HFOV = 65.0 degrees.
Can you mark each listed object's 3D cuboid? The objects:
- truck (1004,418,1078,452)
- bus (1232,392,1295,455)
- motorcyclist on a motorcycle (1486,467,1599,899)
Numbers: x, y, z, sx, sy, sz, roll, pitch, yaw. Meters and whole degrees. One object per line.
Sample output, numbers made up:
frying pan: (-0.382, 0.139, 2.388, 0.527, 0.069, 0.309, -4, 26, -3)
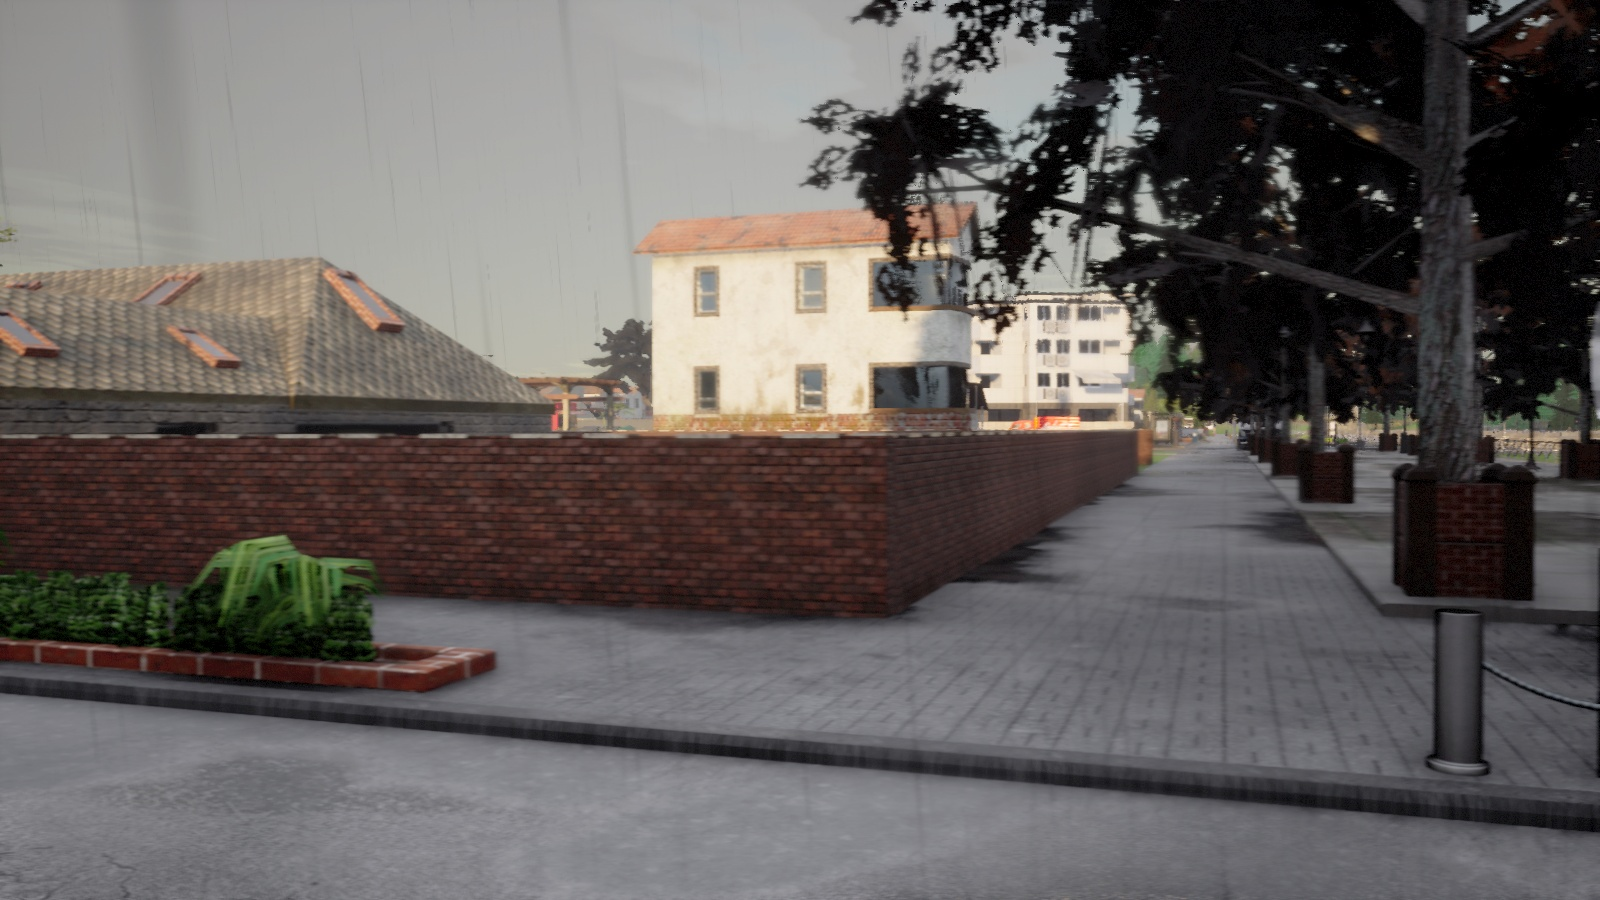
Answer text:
truck: (17.916, -1.101, 93.154, 5.204, 2.467, 2.627, 0, 1, 15)
bus: (33.218, -1.870, 90.382, 3.944, 4.253, 10.273, -1, 1, 19)
motorcyclist on a motorcycle: (2.834, 0.829, 2.767, 2.191, 1.530, 0.866, 1, 1, 19)
